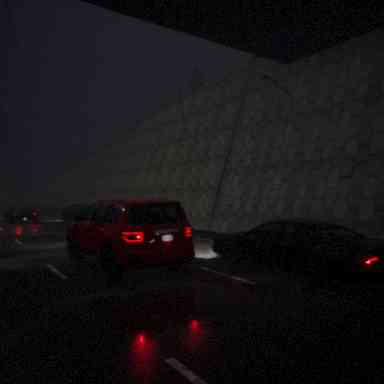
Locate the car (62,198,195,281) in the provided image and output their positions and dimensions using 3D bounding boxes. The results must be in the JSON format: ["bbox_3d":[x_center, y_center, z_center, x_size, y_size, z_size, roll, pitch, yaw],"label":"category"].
[{"bbox_3d":[-2.142,1.222,10.247,2.150,2.045,5.566,-1,0,-35],"label":"car"}]

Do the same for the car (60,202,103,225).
[{"bbox_3d":[-8.572,1.587,25.492,1.812,1.442,4.674,-1,0,-35],"label":"car"}]

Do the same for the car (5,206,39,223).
[{"bbox_3d":[-13.882,1.742,26.963,1.895,1.301,4.718,-1,0,-35],"label":"car"}]

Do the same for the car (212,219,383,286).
[{"bbox_3d":[2.829,1.472,9.268,2.033,1.411,5.357,-1,0,-35],"label":"car"}]
